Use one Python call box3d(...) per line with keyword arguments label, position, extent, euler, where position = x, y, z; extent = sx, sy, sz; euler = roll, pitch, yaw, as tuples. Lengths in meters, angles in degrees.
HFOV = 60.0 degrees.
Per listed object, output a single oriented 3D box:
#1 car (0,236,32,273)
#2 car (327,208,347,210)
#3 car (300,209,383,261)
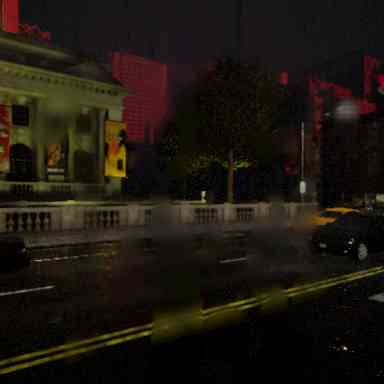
box3d(label="car", position=(-6.752, 1.536, 7.772), extent=(5.357, 1.411, 2.033), euler=(1, 0, -36))
box3d(label="car", position=(8.045, 1.655, 18.339), extent=(5.008, 1.535, 1.882), euler=(1, 0, -35))
box3d(label="car", position=(6.574, 1.611, 12.995), extent=(5.008, 1.535, 1.882), euler=(1, 0, -35))
